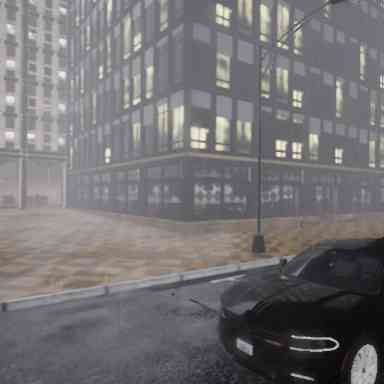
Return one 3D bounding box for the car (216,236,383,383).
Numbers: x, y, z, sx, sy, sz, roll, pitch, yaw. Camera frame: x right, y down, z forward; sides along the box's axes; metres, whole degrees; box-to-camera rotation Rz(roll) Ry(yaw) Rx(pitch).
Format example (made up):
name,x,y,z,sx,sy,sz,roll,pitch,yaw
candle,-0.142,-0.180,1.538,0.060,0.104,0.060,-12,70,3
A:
name,x,y,z,sx,sy,sz,roll,pitch,yaw
car,2.639,1.515,5.252,5.008,1.535,1.882,1,0,-35
